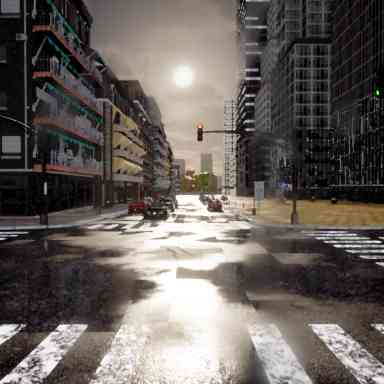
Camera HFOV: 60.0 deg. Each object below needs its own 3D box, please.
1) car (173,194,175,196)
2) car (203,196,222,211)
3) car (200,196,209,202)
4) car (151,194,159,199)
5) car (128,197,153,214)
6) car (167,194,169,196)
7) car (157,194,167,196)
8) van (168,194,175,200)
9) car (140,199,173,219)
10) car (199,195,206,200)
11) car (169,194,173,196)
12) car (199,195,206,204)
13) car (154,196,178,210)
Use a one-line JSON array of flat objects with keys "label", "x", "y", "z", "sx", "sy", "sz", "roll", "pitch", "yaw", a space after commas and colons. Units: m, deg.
[{"label": "car", "x": -5.532, "y": 1.322, "z": 86.173, "sx": 2.192, "sy": 1.841, "sz": 5.009, "roll": -1, "pitch": 0, "yaw": 0}, {"label": "car", "x": 2.727, "y": 1.540, "z": 41.021, "sx": 1.887, "sy": 1.381, "sz": 4.507, "roll": -1, "pitch": 0, "yaw": 0}, {"label": "car", "x": 2.797, "y": 1.548, "z": 74.915, "sx": 1.887, "sy": 1.381, "sz": 4.507, "roll": -1, "pitch": 0, "yaw": 0}, {"label": "car", "x": -5.621, "y": 1.436, "z": 40.981, "sx": 1.967, "sy": 1.590, "sz": 4.097, "roll": -1, "pitch": 0, "yaw": 0}, {"label": "car", "x": -5.631, "y": 1.540, "z": 35.332, "sx": 1.887, "sy": 1.381, "sz": 4.507, "roll": -1, "pitch": 0, "yaw": 0}, {"label": "car", "x": -5.587, "y": 1.439, "z": 57.927, "sx": 1.967, "sy": 1.590, "sz": 4.097, "roll": -1, "pitch": 0, "yaw": 0}, {"label": "car", "x": -5.600, "y": 1.312, "z": 52.279, "sx": 2.192, "sy": 1.841, "sz": 5.009, "roll": -1, "pitch": 0, "yaw": 0}, {"label": "van", "x": -5.519, "y": 1.350, "z": 91.820, "sx": 1.690, "sy": 1.788, "sz": 3.998, "roll": -1, "pitch": 0, "yaw": 0}, {"label": "car", "x": -3.042, "y": 1.560, "z": 29.105, "sx": 1.994, "sy": 1.385, "sz": 4.181, "roll": 0, "pitch": 0, "yaw": 0}, {"label": "car", "x": 2.830, "y": 1.535, "z": 92.033, "sx": 1.752, "sy": 1.417, "sz": 4.829, "roll": -1, "pitch": 0, "yaw": 0}, {"label": "car", "x": -5.562, "y": 1.584, "z": 69.226, "sx": 1.802, "sy": 1.307, "sz": 4.206, "roll": -1, "pitch": 0, "yaw": 0}, {"label": "car", "x": 2.774, "y": 1.551, "z": 63.617, "sx": 2.008, "sy": 1.369, "sz": 4.403, "roll": -1, "pitch": 0, "yaw": 0}, {"label": "car", "x": -3.017, "y": 1.501, "z": 39.015, "sx": 1.837, "sy": 1.490, "sz": 4.892, "roll": 0, "pitch": 0, "yaw": 0}]
